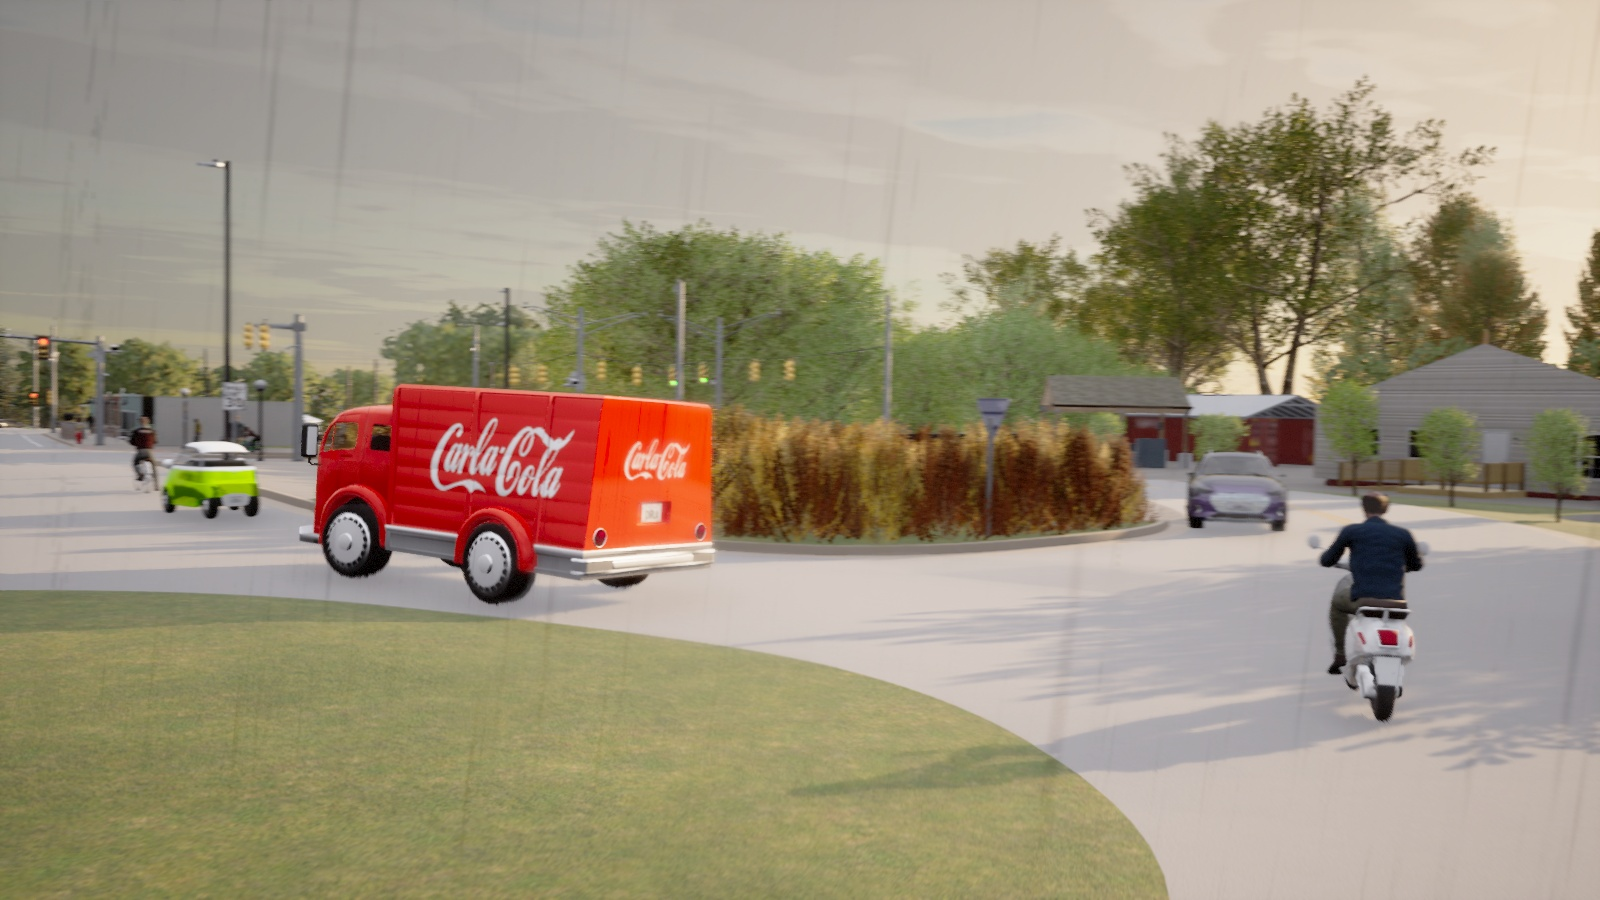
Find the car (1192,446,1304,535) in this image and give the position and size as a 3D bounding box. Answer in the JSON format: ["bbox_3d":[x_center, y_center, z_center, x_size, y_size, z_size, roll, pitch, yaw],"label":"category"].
[{"bbox_3d":[9.582,0.781,27.187,2.033,1.649,4.856,1,1,17],"label":"car"}]

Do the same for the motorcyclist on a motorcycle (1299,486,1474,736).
[{"bbox_3d":[4.249,1.086,9.244,0.866,1.590,1.817,2,0,17],"label":"motorcyclist on a motorcycle"}]

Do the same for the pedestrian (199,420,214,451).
[{"bbox_3d":[-35.488,-0.861,75.036,0.726,1.835,0.370,-1,3,-44],"label":"pedestrian"}]

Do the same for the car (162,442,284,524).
[{"bbox_3d":[-10.971,0.579,23.834,1.481,1.376,2.207,-1,3,-43],"label":"car"}]

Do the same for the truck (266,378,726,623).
[{"bbox_3d":[-3.876,0.481,15.788,5.204,2.467,2.627,4,1,32],"label":"truck"}]

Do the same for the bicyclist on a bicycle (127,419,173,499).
[{"bbox_3d":[-15.102,0.183,29.162,0.659,1.776,1.843,-1,2,-37],"label":"bicyclist on a bicycle"}]

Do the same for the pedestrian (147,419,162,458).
[{"bbox_3d":[-32.765,-0.566,63.770,0.659,1.952,0.873,0,2,-27],"label":"pedestrian"}]

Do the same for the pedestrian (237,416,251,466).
[{"bbox_3d":[-20.729,-0.336,46.841,0.402,1.842,0.726,0,2,-29],"label":"pedestrian"}]
